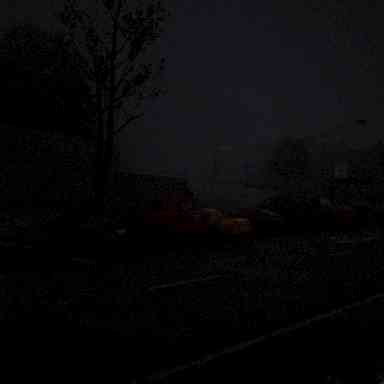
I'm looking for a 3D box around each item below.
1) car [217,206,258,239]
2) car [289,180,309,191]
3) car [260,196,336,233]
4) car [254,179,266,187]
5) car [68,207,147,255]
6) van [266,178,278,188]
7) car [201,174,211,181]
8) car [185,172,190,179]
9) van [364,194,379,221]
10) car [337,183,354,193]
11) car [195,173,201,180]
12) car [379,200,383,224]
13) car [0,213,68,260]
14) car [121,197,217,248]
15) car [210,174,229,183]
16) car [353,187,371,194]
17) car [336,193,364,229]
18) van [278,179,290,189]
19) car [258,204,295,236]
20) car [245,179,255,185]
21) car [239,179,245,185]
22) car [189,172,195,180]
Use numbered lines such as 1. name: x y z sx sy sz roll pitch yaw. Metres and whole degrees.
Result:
1. car: 0.336 1.502 16.913 5.366 1.575 1.946 -1 -1 35
2. car: 21.041 -0.996 63.677 2.231 1.521 4.892 7 3 35
3. car: 5.385 1.261 20.274 5.566 2.045 2.435 -1 -1 35
4. car: 16.013 -1.815 71.265 1.946 1.575 5.366 7 3 35
5. car: -4.446 1.524 13.363 4.792 1.488 2.163 -1 -1 35
6. van: 17.575 -1.767 68.527 1.878 1.987 4.442 7 4 35
7. car: 5.552 -3.702 85.867 2.435 2.045 5.566 7 4 34
8. car: 0.291 -4.365 93.176 2.435 2.045 5.566 1 -1 35
9. van: 10.453 1.295 23.625 4.442 1.987 1.878 -1 -1 35
10. car: 26.216 -0.429 56.267 2.435 2.045 5.566 7 3 35
11. car: 3.769 -3.854 88.342 2.185 1.767 4.553 6 3 34
12. car: 12.871 1.402 25.364 4.553 1.767 2.185 -1 -1 36
13. car: -6.874 1.493 11.628 4.892 1.521 2.231 -1 -1 35
14. car: -1.993 1.248 15.096 5.566 2.045 2.435 -1 -1 35
15. car: 7.392 -3.179 83.599 1.946 1.575 5.366 7 3 34
16. car: 27.895 0.133 53.786 2.002 1.452 4.674 7 3 35
17. car: 7.907 1.266 21.967 5.566 2.045 2.435 -1 -1 35
18. van: 19.292 -1.494 66.047 1.878 1.987 4.442 7 4 35
19. car: 2.950 1.548 18.528 4.674 1.452 2.002 -1 -1 35
20. car: 14.193 -2.047 73.594 2.002 1.452 4.674 7 4 35
21. car: 12.462 -2.320 76.065 2.002 1.452 4.674 7 3 35
22. car: 2.051 -4.088 90.820 2.185 1.767 4.553 4 1 34
